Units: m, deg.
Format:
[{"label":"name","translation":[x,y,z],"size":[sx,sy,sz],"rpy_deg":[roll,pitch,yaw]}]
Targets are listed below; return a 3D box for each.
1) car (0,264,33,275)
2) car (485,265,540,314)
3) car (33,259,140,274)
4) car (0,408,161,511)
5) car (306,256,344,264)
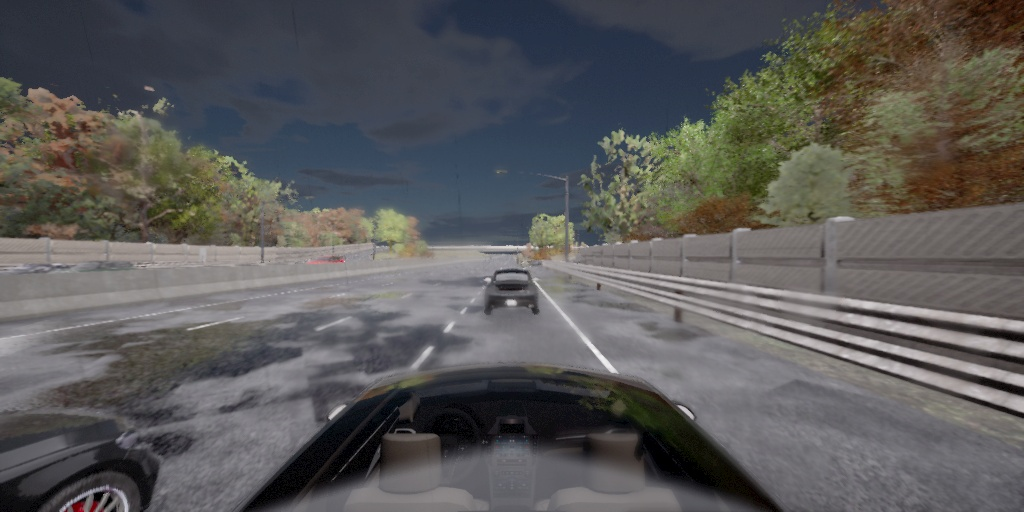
[{"label":"car","translation":[-31.563,1.235,23.917],"size":[2.128,1.511,4.902],"rpy_deg":[0,0,0]},{"label":"car","translation":[0.002,1.246,13.757],"size":[1.837,1.490,4.892],"rpy_deg":[0,0,0]},{"label":"car","translation":[-28.071,1.096,24.210],"size":[2.097,1.767,4.553],"rpy_deg":[0,0,0]},{"label":"car","translation":[-3.402,1.278,0.542],"size":[1.812,1.442,4.674],"rpy_deg":[0,0,0]},{"label":"car","translation":[-21.052,0.976,40.514],"size":[2.150,2.045,5.566],"rpy_deg":[0,0,0]}]
